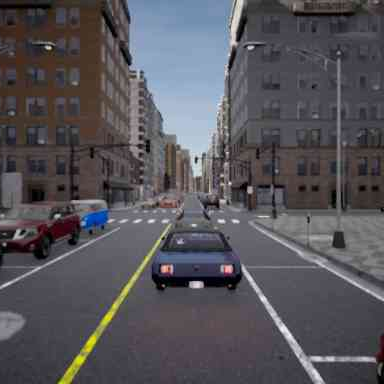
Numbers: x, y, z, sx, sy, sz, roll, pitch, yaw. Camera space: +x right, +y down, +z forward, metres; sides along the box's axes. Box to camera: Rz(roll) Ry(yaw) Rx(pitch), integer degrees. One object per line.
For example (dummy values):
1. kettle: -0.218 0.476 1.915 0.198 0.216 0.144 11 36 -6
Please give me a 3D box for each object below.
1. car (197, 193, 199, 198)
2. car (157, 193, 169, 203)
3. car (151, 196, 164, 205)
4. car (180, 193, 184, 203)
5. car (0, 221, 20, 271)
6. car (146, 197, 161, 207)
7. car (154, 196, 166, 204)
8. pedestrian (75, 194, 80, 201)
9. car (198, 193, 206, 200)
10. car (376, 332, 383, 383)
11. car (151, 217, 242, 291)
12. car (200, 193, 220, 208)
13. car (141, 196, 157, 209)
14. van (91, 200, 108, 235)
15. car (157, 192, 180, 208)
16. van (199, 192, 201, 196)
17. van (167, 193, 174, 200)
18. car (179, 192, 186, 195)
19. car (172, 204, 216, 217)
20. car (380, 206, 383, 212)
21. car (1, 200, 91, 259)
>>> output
1. car: 2.647 1.389 73.897 1.752 1.417 4.829 0 0 0
2. car: -5.877 1.196 68.088 2.192 1.841 5.009 0 0 0
3. car: -5.874 1.437 56.608 1.752 1.417 4.829 0 0 0
4. car: -3.063 1.403 62.346 1.837 1.490 4.892 0 0 0
5. car: -5.860 1.566 7.171 1.947 1.339 4.313 0 0 0
6. car: -5.872 1.492 51.124 1.947 1.339 4.313 0 0 0
7. car: -5.876 1.422 62.263 1.752 1.417 4.829 0 0 0
8. pedestrian: -12.563 1.098 36.416 0.375 1.860 0.375 0 0 1
9. car: 2.642 1.129 90.696 2.192 1.841 5.009 0 0 0
10. car: 2.667 1.545 1.508 1.887 1.381 4.507 0 0 0
11. car: 0.097 1.601 8.989 1.895 1.301 4.718 0 0 0
12. car: 2.656 1.256 45.443 2.192 1.841 5.009 0 0 0
13. car: -5.871 1.466 45.298 1.752 1.417 4.829 0 0 0
14. van: -5.864 1.340 18.452 1.690 1.788 3.998 0 0 0
15. car: -3.109 1.294 45.378 2.097 1.767 4.553 0 0 0
16. van: 2.650 1.237 62.413 1.690 1.788 3.998 0 0 0
17. van: -5.883 1.155 90.708 1.690 1.788 3.998 0 0 0
18. car: -3.024 1.069 77.671 2.150 2.045 5.566 0 0 0
19. car: 0.090 1.563 17.845 1.994 1.385 4.181 0 0 0
20. car: 21.034 1.527 32.878 4.181 1.385 1.994 0 0 1
21. car: -5.862 1.316 12.811 2.192 1.841 5.009 0 0 0
